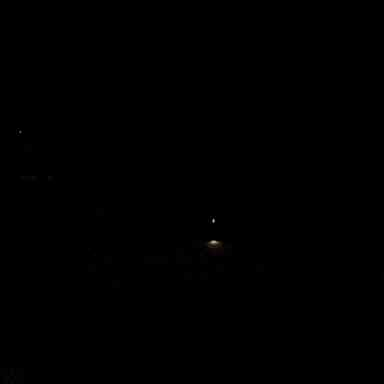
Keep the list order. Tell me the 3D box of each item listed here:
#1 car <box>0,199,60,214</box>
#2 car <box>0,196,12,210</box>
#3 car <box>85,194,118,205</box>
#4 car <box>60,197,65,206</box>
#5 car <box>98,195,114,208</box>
[{"bbox_3d":[-15.240,1.340,31.292,2.008,1.369,4.403,2,2,35],"label":"car"},{"bbox_3d":[-22.385,1.231,35.954,1.752,1.417,4.829,2,2,35],"label":"car"},{"bbox_3d":[-13.235,1.081,48.807,1.947,1.339,4.313,2,2,35],"label":"car"},{"bbox_3d":[-16.251,1.130,44.569,2.008,1.369,4.403,2,2,35],"label":"car"},{"bbox_3d":[-9.002,1.243,40.054,1.802,1.307,4.206,2,2,35],"label":"car"}]
